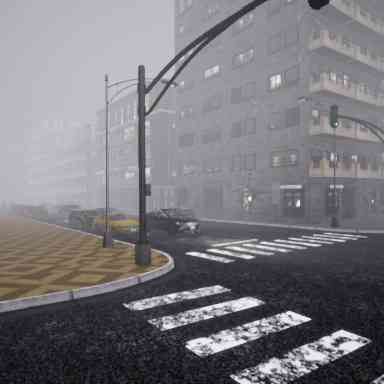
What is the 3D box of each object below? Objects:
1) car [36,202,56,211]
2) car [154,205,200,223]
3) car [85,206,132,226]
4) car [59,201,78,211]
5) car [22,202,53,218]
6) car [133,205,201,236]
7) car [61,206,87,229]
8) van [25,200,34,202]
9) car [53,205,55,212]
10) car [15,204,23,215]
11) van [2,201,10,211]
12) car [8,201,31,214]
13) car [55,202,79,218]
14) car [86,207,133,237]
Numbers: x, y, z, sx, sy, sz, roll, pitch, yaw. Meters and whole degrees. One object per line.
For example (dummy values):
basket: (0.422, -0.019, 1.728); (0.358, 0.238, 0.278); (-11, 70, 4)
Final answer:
car: (-26.438, 2.519, 60.122); (2.128, 1.511, 4.902); (-1, -1, -37)
car: (-1.443, 1.915, 30.447); (2.008, 1.369, 4.403); (-2, 0, -36)
car: (-7.274, 1.994, 28.622); (2.033, 1.411, 5.357); (-1, -1, -37)
car: (-21.532, 2.367, 57.785); (1.967, 1.590, 4.097); (-2, 0, -36)
car: (-18.237, 2.262, 39.153); (1.887, 1.381, 4.507); (-2, 0, -36)
car: (-1.416, 1.775, 20.649); (2.128, 1.511, 4.902); (-1, -1, -36)
car: (-8.194, 2.002, 25.484); (1.947, 1.339, 4.313); (-2, 0, -36)
van: (-41.621, 2.832, 85.123); (1.690, 1.788, 3.998); (-2, 0, -36)
car: (-20.182, 2.416, 51.591); (1.994, 1.385, 4.181); (-1, -1, -36)
car: (-21.584, 2.392, 43.709); (1.802, 1.307, 4.206); (-2, 0, -36)
van: (-31.634, 2.433, 57.378); (1.690, 1.788, 3.998); (-2, 0, -36)
car: (-24.933, 2.449, 48.265); (1.887, 1.381, 4.507); (-2, 0, -36)
car: (-13.230, 2.118, 36.751); (1.837, 1.490, 4.892); (-1, -1, -36)
car: (-4.747, 1.865, 20.792); (1.752, 1.417, 4.829); (-2, 0, -36)
